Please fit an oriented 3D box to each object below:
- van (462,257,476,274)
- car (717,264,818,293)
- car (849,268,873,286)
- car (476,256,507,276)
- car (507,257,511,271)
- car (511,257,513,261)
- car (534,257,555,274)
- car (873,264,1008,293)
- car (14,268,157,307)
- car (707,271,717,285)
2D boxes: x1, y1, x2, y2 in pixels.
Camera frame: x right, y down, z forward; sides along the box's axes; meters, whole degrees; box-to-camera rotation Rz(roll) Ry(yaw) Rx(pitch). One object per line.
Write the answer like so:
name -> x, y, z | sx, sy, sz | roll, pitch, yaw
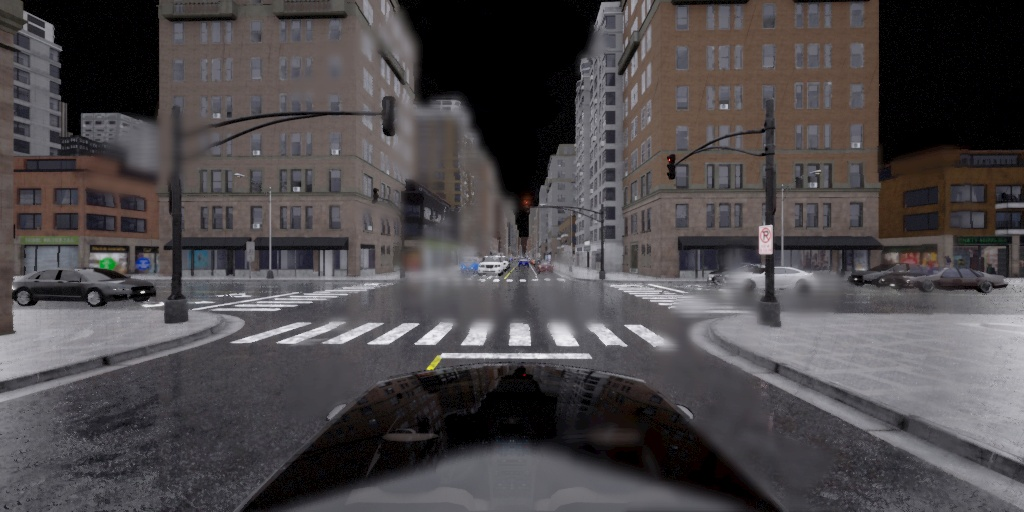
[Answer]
van -> -4.672, 1.111, 41.228 | 1.690, 1.789, 3.998 | 0, 0, 2
car -> 14.787, 1.291, 20.610 | 4.674, 1.442, 1.812 | 0, 0, 3
car -> 25.083, 1.283, 23.559 | 4.892, 1.490, 1.837 | 0, 0, 2
car -> -2.057, 0.987, 37.053 | 2.150, 2.045, 5.566 | 0, 0, 2
car -> -1.698, 0.998, 47.414 | 2.150, 2.045, 5.566 | 0, 0, 2
car -> -1.326, 1.140, 57.643 | 2.097, 1.767, 4.553 | 0, 0, 2
car -> 3.849, 1.210, 40.936 | 1.967, 1.591, 4.097 | 0, 0, 2
car -> 24.374, 1.326, 20.329 | 5.357, 1.411, 2.033 | 0, 0, 2
car -> -17.632, 1.239, 14.858 | 4.892, 1.490, 1.837 | 0, 0, 2
car -> 15.666, 1.257, 23.836 | 4.902, 1.511, 2.128 | 0, 0, 2
